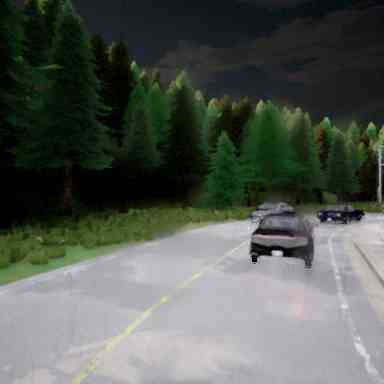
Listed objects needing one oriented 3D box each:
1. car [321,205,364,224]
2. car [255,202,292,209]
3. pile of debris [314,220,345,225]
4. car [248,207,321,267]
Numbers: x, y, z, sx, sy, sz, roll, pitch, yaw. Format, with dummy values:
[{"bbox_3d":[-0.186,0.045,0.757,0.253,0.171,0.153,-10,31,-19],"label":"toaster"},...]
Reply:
[{"bbox_3d":[11.114,1.619,24.697,1.895,1.301,4.718,1,0,44],"label":"car"},{"bbox_3d":[5.896,1.488,24.224,2.128,1.511,4.902,0,0,39],"label":"car"},{"bbox_3d":[9.934,2.193,23.989,1.500,0.140,1.860,0,0,43],"label":"pile of debris"},{"bbox_3d":[3.243,1.493,11.529,2.128,1.511,4.902,0,0,21],"label":"car"}]
